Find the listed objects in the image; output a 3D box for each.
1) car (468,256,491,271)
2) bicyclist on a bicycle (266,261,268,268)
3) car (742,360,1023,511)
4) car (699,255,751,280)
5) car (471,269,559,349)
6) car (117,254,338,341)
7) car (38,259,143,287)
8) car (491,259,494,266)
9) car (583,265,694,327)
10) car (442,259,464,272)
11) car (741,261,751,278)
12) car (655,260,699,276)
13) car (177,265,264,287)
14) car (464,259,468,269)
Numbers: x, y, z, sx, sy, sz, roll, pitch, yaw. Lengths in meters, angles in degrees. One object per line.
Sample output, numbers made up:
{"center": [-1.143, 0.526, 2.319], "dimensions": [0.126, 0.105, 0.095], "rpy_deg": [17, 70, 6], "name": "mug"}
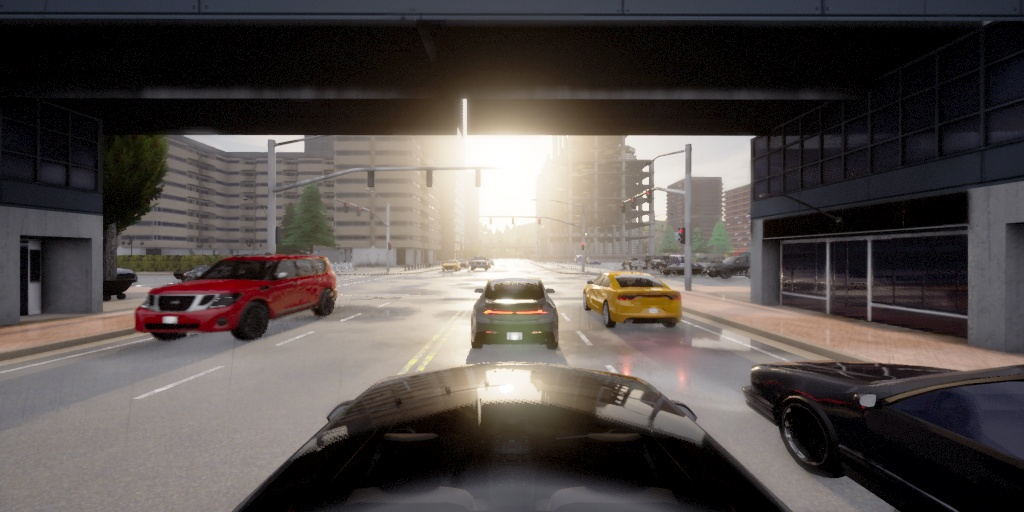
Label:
{"center": [-4.506, 0.971, 50.558], "dimensions": [2.150, 2.045, 5.566], "rpy_deg": [0, 0, 0], "name": "car"}
{"center": [-25.995, 1.051, 38.409], "dimensions": [0.582, 1.620, 1.656], "rpy_deg": [0, 0, 0], "name": "bicyclist on a bicycle"}
{"center": [3.600, 1.297, 1.687], "dimensions": [2.033, 1.411, 5.357], "rpy_deg": [0, 0, 0], "name": "car"}
{"center": [19.904, 0.971, 31.375], "dimensions": [5.566, 2.045, 2.150], "rpy_deg": [0, 0, 1], "name": "car"}
{"center": [0.066, 1.255, 9.143], "dimensions": [1.837, 1.490, 4.892], "rpy_deg": [0, 0, 0], "name": "car"}
{"center": [-7.103, 0.971, 10.212], "dimensions": [2.150, 2.045, 5.566], "rpy_deg": [0, 0, 0], "name": "car"}
{"center": [-27.983, 1.102, 23.919], "dimensions": [4.553, 1.767, 2.097], "rpy_deg": [0, 0, 0], "name": "car"}
{"center": [-4.550, 1.241, 60.299], "dimensions": [2.128, 1.511, 4.902], "rpy_deg": [0, 0, 0], "name": "car"}
{"center": [3.578, 1.228, 11.513], "dimensions": [1.882, 1.535, 5.008], "rpy_deg": [0, 0, 0], "name": "car"}
{"center": [-7.990, 1.228, 47.676], "dimensions": [1.882, 1.535, 5.008], "rpy_deg": [0, 0, 0], "name": "car"}
{"center": [21.195, 1.297, 27.633], "dimensions": [5.357, 1.411, 2.033], "rpy_deg": [0, 0, 1], "name": "car"}
{"center": [16.892, 1.351, 34.914], "dimensions": [4.718, 1.301, 1.895], "rpy_deg": [0, 0, 0], "name": "car"}
{"center": [-19.376, 1.314, 23.959], "dimensions": [4.181, 1.385, 1.994], "rpy_deg": [0, 0, 0], "name": "car"}
{"center": [-8.041, 1.228, 57.248], "dimensions": [1.882, 1.535, 5.008], "rpy_deg": [0, 0, 0], "name": "car"}
